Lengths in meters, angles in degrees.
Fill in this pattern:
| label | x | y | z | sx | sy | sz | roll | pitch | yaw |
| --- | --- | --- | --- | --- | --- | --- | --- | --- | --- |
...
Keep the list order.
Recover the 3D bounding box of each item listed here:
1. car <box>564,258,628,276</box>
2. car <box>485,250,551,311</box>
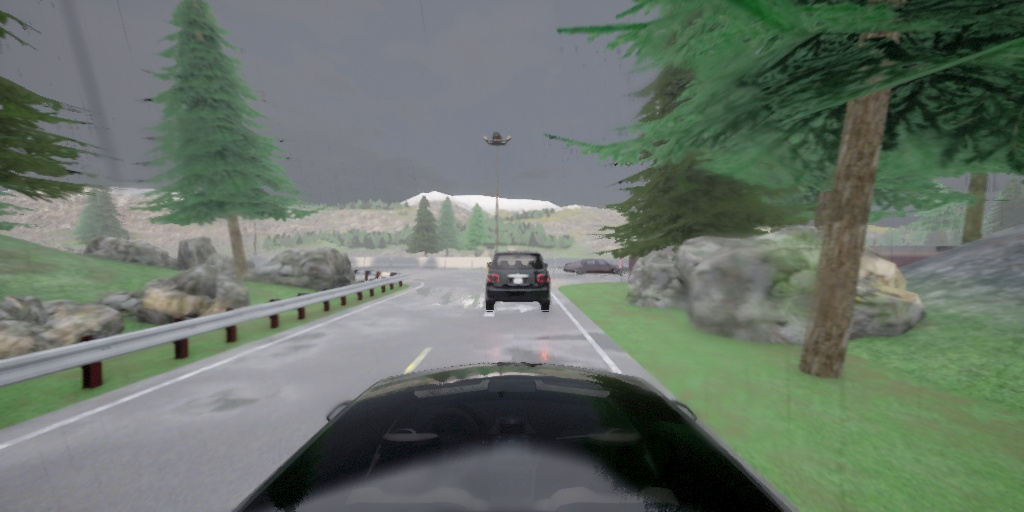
| label | x | y | z | sx | sy | sz | roll | pitch | yaw |
| --- | --- | --- | --- | --- | --- | --- | --- | --- | --- |
| car | 7.056 | 0.898 | 29.982 | 5.357 | 1.411 | 2.033 | 0 | 1 | 5 |
| car | 0.197 | 0.799 | 13.574 | 2.150 | 2.045 | 5.566 | 0 | 1 | 0 |
